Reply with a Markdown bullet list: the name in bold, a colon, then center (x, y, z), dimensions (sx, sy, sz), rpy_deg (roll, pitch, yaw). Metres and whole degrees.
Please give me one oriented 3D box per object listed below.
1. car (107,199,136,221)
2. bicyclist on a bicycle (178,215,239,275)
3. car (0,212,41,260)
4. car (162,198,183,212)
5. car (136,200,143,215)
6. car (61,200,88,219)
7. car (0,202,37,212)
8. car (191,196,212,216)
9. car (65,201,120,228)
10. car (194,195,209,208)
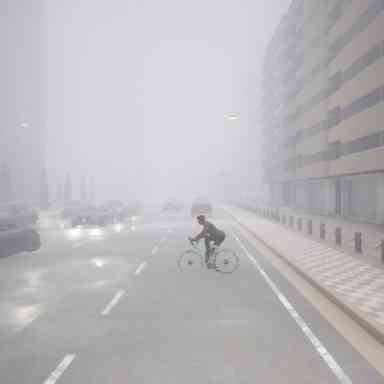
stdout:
- **car**: center (-6.311, 1.402, 27.226), dimensions (2.097, 1.767, 4.553), rpy_deg (0, 0, 2)
- **bicyclist on a bicycle**: center (0.426, 1.447, 9.010), dimensions (1.656, 1.620, 0.582), rpy_deg (-1, 0, 2)
- **car**: center (-6.839, 1.563, 11.090), dimensions (1.994, 1.385, 4.181), rpy_deg (0, 0, 1)
- **car**: center (-2.406, 1.522, 38.692), dimensions (1.812, 1.442, 4.674), rpy_deg (0, 0, 1)
- **car**: center (-6.188, 1.474, 33.535), dimensions (1.882, 1.535, 5.008), rpy_deg (0, 0, 2)
- **car**: center (-9.829, 1.502, 29.400), dimensions (1.837, 1.490, 4.892), rpy_deg (0, 0, 2)
- **car**: center (-10.153, 1.349, 17.912), dimensions (2.097, 1.767, 4.553), rpy_deg (0, 0, 2)
- **car**: center (0.922, 1.474, 32.124), dimensions (1.882, 1.535, 5.008), rpy_deg (0, 0, 2)
- **car**: center (-6.537, 1.562, 22.292), dimensions (1.994, 1.385, 4.181), rpy_deg (0, 0, 1)
- **car**: center (1.304, 1.347, 47.419), dimensions (2.097, 1.767, 4.553), rpy_deg (0, 0, 1)
